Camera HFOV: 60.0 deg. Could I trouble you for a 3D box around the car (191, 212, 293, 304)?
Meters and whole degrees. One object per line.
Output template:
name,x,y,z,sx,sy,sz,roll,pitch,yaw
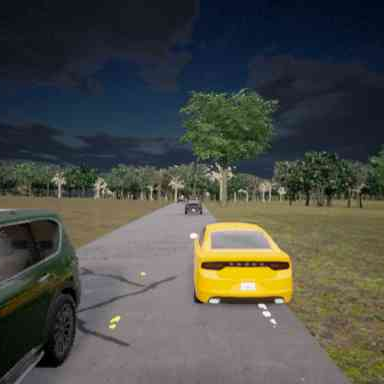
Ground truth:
car,0.984,1.500,8.276,1.882,1.535,5.008,0,0,0

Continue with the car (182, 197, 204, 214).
car,0.172,1.579,35.773,1.837,1.490,4.892,0,0,0

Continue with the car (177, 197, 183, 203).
car,-2.533,1.958,78.810,2.033,1.411,5.357,0,-1,0

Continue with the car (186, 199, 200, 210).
car,0.165,1.725,46.154,1.895,1.301,4.718,0,0,1

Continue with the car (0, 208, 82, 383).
car,-2.744,1.231,2.870,2.150,2.045,5.566,0,0,0
